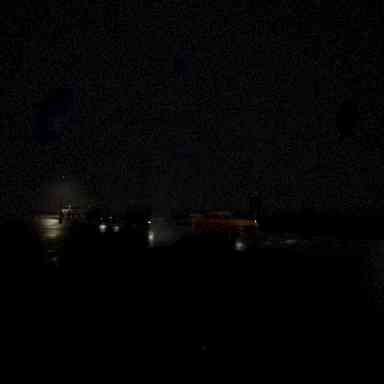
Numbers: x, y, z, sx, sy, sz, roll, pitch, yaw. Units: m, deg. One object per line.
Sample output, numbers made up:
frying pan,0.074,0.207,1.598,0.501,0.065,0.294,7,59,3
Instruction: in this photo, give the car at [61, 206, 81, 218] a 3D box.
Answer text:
car,-21.160,3.397,58.272,2.150,2.045,5.566,1,-3,-36

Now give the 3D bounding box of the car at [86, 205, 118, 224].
car,-10.395,2.509,38.155,2.150,2.045,5.566,1,-3,-35

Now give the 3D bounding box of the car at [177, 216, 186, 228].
car,0.521,2.358,27.894,1.994,1.385,4.181,1,-3,-35

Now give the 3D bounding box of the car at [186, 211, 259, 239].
car,1.993,1.982,20.762,1.882,1.535,5.008,1,-3,-35

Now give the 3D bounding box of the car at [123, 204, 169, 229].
car,-4.175,2.113,29.432,2.150,2.045,5.566,1,-3,-36
